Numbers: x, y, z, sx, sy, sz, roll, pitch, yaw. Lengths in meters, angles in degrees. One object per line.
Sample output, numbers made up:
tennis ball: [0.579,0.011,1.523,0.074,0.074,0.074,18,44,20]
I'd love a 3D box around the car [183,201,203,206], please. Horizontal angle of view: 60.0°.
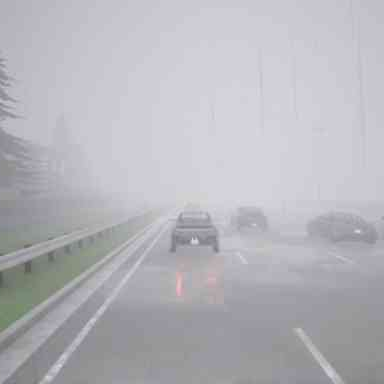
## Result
car: [0.100,1.686,35.481,1.882,1.535,5.008,0,0,0]

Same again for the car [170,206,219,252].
car: [0.100,1.577,14.277,2.128,1.511,4.902,0,0,0]

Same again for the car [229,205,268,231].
car: [3.600,1.633,21.530,1.837,1.490,4.892,0,0,0]

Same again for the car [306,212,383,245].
car: [7.100,1.660,16.229,1.994,1.385,4.181,0,0,0]
